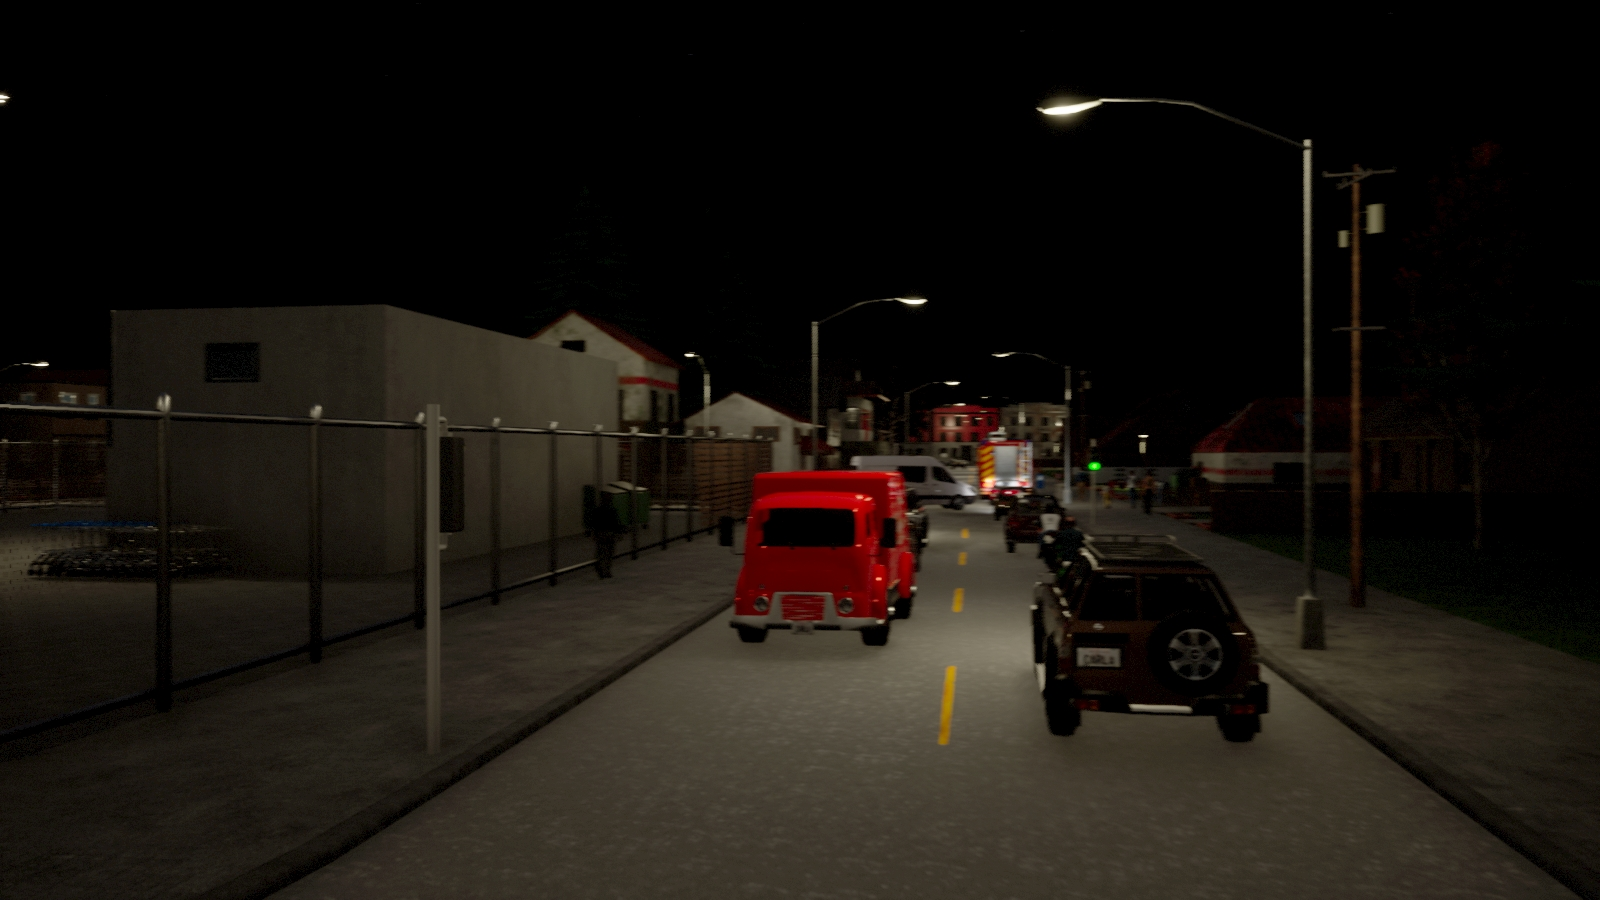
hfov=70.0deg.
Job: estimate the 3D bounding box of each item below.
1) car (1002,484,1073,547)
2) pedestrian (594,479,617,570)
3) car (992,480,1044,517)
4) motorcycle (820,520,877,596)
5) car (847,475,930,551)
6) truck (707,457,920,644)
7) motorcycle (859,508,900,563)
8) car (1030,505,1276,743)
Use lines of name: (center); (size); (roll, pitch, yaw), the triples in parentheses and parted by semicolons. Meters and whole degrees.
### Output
car: (6.670, 1.813, 32.377); (1.789, 1.549, 3.705); (0, 0, 9)
pedestrian: (-4.048, 1.543, 23.771); (0.375, 1.860, 0.375); (0, 0, 9)
car: (8.873, 1.945, 46.759); (1.895, 1.301, 4.718); (0, 0, 9)
motorcycle: (0.923, 1.971, 21.244); (0.856, 1.236, 1.805); (0, 0, 9)
car: (2.522, 1.656, 31.614); (1.932, 1.855, 4.605); (0, 0, 9)
truck: (0.433, 1.356, 18.004); (2.627, 2.467, 5.204); (0, 0, 9)
motorcycle: (1.904, 2.003, 26.989); (0.803, 1.145, 2.033); (0, 0, 9)
car: (3.583, 1.644, 12.452); (1.932, 1.855, 4.605); (0, 0, 9)
